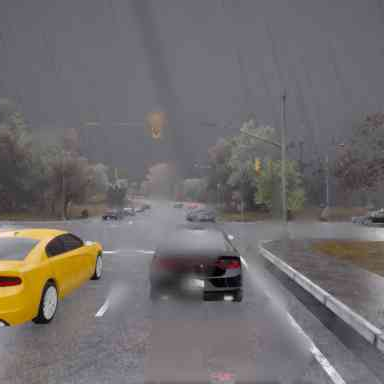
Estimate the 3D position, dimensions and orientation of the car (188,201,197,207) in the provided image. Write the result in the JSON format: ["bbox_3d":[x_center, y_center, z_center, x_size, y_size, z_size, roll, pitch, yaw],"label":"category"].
[{"bbox_3d":[0.099,3.158,86.304,2.033,1.411,5.357,0,0,-3],"label":"car"}]

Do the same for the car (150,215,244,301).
[{"bbox_3d":[0.104,1.565,8.515,1.882,1.535,5.008,0,-1,0],"label":"car"}]

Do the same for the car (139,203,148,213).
[{"bbox_3d":[-10.391,3.243,64.715,2.128,1.511,4.902,0,0,1],"label":"car"}]

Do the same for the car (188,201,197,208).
[{"bbox_3d":[0.179,3.038,76.147,2.097,1.767,4.553,0,0,0],"label":"car"}]

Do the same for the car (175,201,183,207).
[{"bbox_3d":[-3.417,3.163,86.728,1.994,1.385,4.181,0,0,-3],"label":"car"}]

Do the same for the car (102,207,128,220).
[{"bbox_3d":[-10.507,3.000,44.739,2.033,1.411,5.357,0,-2,1],"label":"car"}]

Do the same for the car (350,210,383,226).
[{"bbox_3d":[17.717,2.432,31.720,4.902,1.511,2.128,0,-2,-2],"label":"car"}]

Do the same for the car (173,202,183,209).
[{"bbox_3d":[-3.322,3.180,76.660,1.837,1.490,4.892,0,0,0],"label":"car"}]

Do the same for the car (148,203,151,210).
[{"bbox_3d":[-10.325,3.227,75.295,2.033,1.411,5.357,0,0,0],"label":"car"}]

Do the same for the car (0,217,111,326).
[{"bbox_3d":[-3.404,1.542,7.274,1.882,1.535,5.008,0,-1,0],"label":"car"}]

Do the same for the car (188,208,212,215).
[{"bbox_3d":[0.860,2.720,36.824,1.994,1.385,4.181,1,-3,-24],"label":"car"}]

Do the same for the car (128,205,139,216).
[{"bbox_3d":[-10.457,3.209,54.610,1.812,1.442,4.674,0,-1,0],"label":"car"}]
